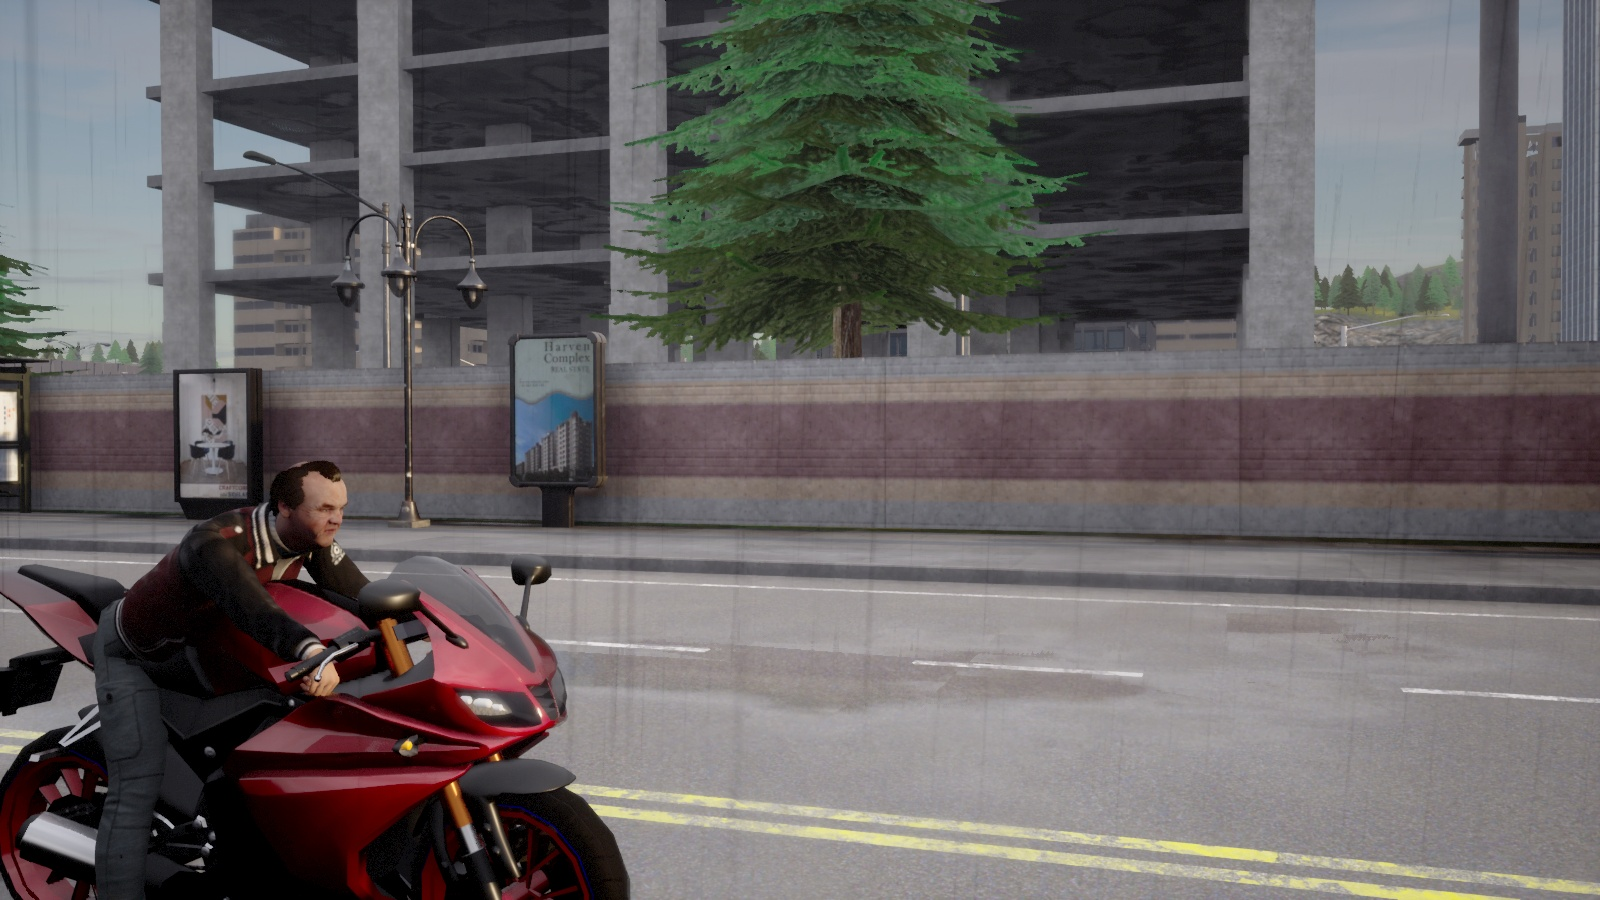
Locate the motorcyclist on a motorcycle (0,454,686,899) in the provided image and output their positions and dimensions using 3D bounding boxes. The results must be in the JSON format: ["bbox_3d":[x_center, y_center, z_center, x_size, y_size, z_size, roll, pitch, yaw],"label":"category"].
[{"bbox_3d":[-1.520,0.797,3.704,2.191,1.530,0.866,1,1,19],"label":"motorcyclist on a motorcycle"}]
